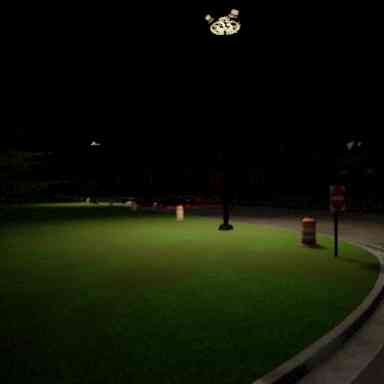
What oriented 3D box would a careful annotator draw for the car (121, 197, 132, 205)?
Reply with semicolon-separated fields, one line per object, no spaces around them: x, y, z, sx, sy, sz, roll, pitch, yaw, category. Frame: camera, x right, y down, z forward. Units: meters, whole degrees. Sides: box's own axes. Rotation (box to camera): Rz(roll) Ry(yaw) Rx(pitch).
-11.827;1.610;62.001;2.128;1.511;4.902;0;0;-25;car

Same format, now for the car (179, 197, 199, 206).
-1.253;1.536;55.895;2.128;1.511;4.902;0;0;-24;car

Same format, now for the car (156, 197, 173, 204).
-5.468;1.642;64.928;1.994;1.385;4.181;0;0;-25;car

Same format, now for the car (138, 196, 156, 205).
-8.648;1.576;63.464;1.882;1.535;5.008;0;0;-25;car

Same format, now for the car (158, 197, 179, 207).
-4.251;1.568;54.032;1.837;1.490;4.892;0;0;-24;car

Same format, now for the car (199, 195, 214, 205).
1.922;1.376;57.368;2.097;1.767;4.553;0;0;-24;car

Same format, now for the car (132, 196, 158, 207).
-7.493;1.576;52.704;2.128;1.511;4.902;0;0;-24;car

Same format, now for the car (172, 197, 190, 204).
-2.301;1.659;66.419;1.895;1.301;4.718;0;0;-25;car
